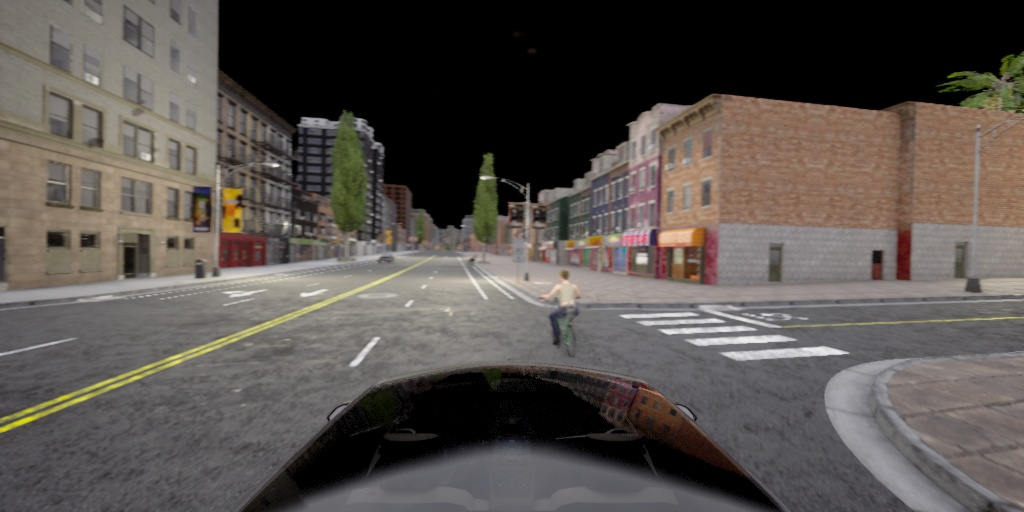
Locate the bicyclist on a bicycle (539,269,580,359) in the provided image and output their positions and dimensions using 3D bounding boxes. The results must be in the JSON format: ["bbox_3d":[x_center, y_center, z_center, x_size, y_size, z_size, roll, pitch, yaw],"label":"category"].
[{"bbox_3d":[1.002,1.065,7.058,0.866,1.612,1.509,0,1,-9],"label":"bicyclist on a bicycle"}]

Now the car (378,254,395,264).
[{"bbox_3d":[-18.906,0.372,54.225,2.033,1.411,5.357,1,1,-9],"label":"car"}]

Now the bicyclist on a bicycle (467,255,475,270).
[{"bbox_3d":[-4.400,0.770,40.016,0.659,1.776,1.843,1,1,-9],"label":"bicyclist on a bicycle"}]
